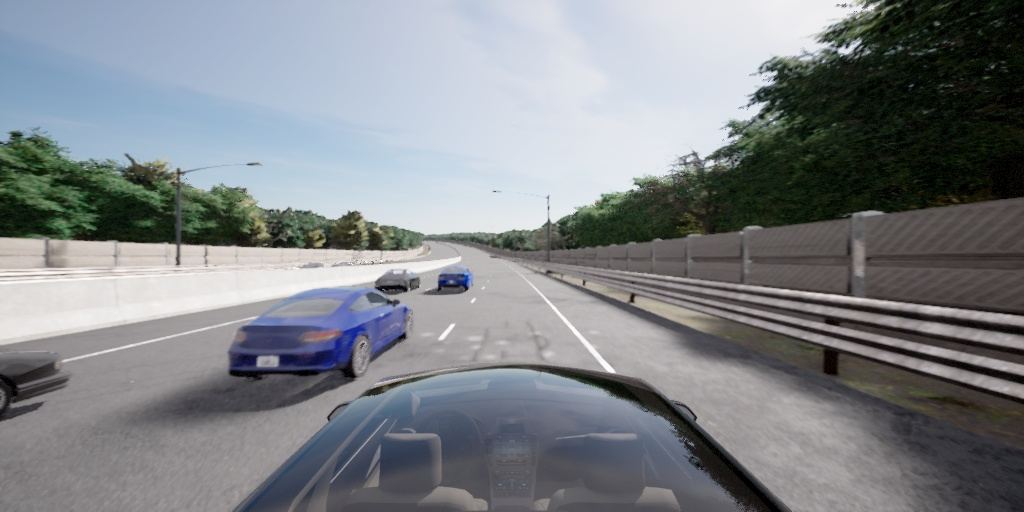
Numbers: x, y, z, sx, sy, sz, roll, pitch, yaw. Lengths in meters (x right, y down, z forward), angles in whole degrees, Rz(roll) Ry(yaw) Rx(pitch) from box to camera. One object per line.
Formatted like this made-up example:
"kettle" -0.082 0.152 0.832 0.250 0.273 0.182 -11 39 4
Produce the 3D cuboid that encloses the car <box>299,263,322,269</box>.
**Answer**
"car" -25.388 1.608 45.902 1.812 1.442 4.674 0 0 -2

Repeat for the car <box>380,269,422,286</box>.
"car" -7.092 1.486 22.773 1.994 1.385 4.181 0 0 -1

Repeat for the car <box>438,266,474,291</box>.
"car" -3.604 1.399 23.577 1.882 1.535 5.008 0 0 -1

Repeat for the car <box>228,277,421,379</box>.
"car" -3.421 1.328 7.317 1.812 1.442 4.674 0 0 0

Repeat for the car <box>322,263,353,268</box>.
"car" -21.880 1.622 46.245 2.033 1.411 5.357 0 0 -1

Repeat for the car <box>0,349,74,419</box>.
"car" -6.905 1.311 2.342 2.033 1.411 5.357 0 -1 0
